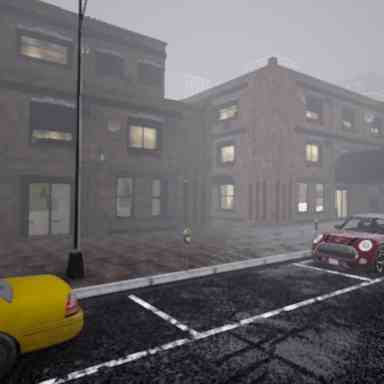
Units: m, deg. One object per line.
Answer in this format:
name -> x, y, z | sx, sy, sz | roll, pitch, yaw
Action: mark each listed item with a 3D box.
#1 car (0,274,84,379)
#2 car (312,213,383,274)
car -> -3.802, 1.527, 3.794 | 4.829, 1.417, 1.752 | 0, 1, -35
car -> 5.610, 1.429, 10.476 | 4.097, 1.590, 1.967 | 0, 1, -35
